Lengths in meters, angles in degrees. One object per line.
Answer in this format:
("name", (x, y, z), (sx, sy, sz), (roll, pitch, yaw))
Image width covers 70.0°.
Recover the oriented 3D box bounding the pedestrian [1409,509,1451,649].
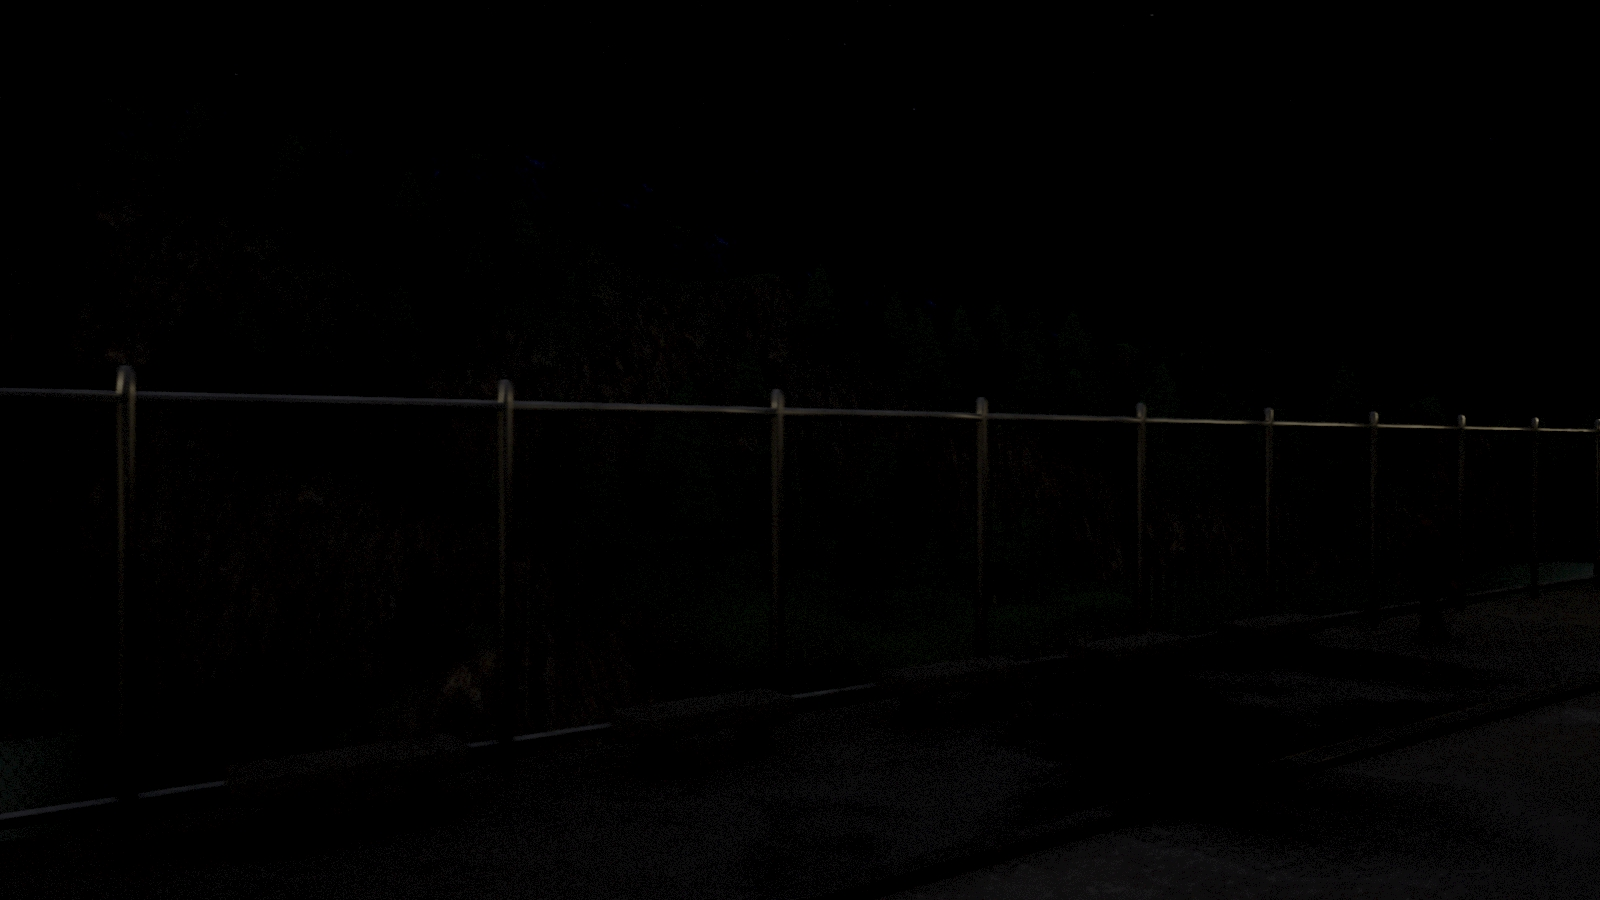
("pedestrian", (8.631, 1.746, 15.651), (0.375, 1.860, 0.375), (0, 0, -34))
